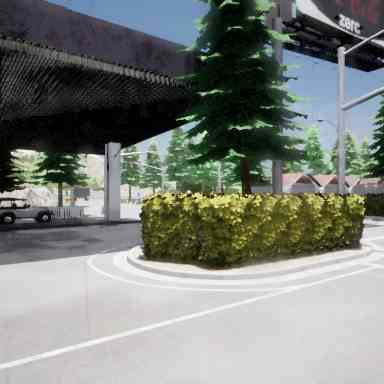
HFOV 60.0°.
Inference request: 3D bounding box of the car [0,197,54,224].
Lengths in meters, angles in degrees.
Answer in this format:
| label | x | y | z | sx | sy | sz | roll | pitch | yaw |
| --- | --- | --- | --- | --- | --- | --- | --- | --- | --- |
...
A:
| label | x | y | z | sx | sy | sz | roll | pitch | yaw |
| --- | --- | --- | --- | --- | --- | --- | --- | --- | --- |
| car | -11.956 | 1.313 | 23.490 | 3.866 | 1.878 | 1.905 | 0 | 0 | -36 |
